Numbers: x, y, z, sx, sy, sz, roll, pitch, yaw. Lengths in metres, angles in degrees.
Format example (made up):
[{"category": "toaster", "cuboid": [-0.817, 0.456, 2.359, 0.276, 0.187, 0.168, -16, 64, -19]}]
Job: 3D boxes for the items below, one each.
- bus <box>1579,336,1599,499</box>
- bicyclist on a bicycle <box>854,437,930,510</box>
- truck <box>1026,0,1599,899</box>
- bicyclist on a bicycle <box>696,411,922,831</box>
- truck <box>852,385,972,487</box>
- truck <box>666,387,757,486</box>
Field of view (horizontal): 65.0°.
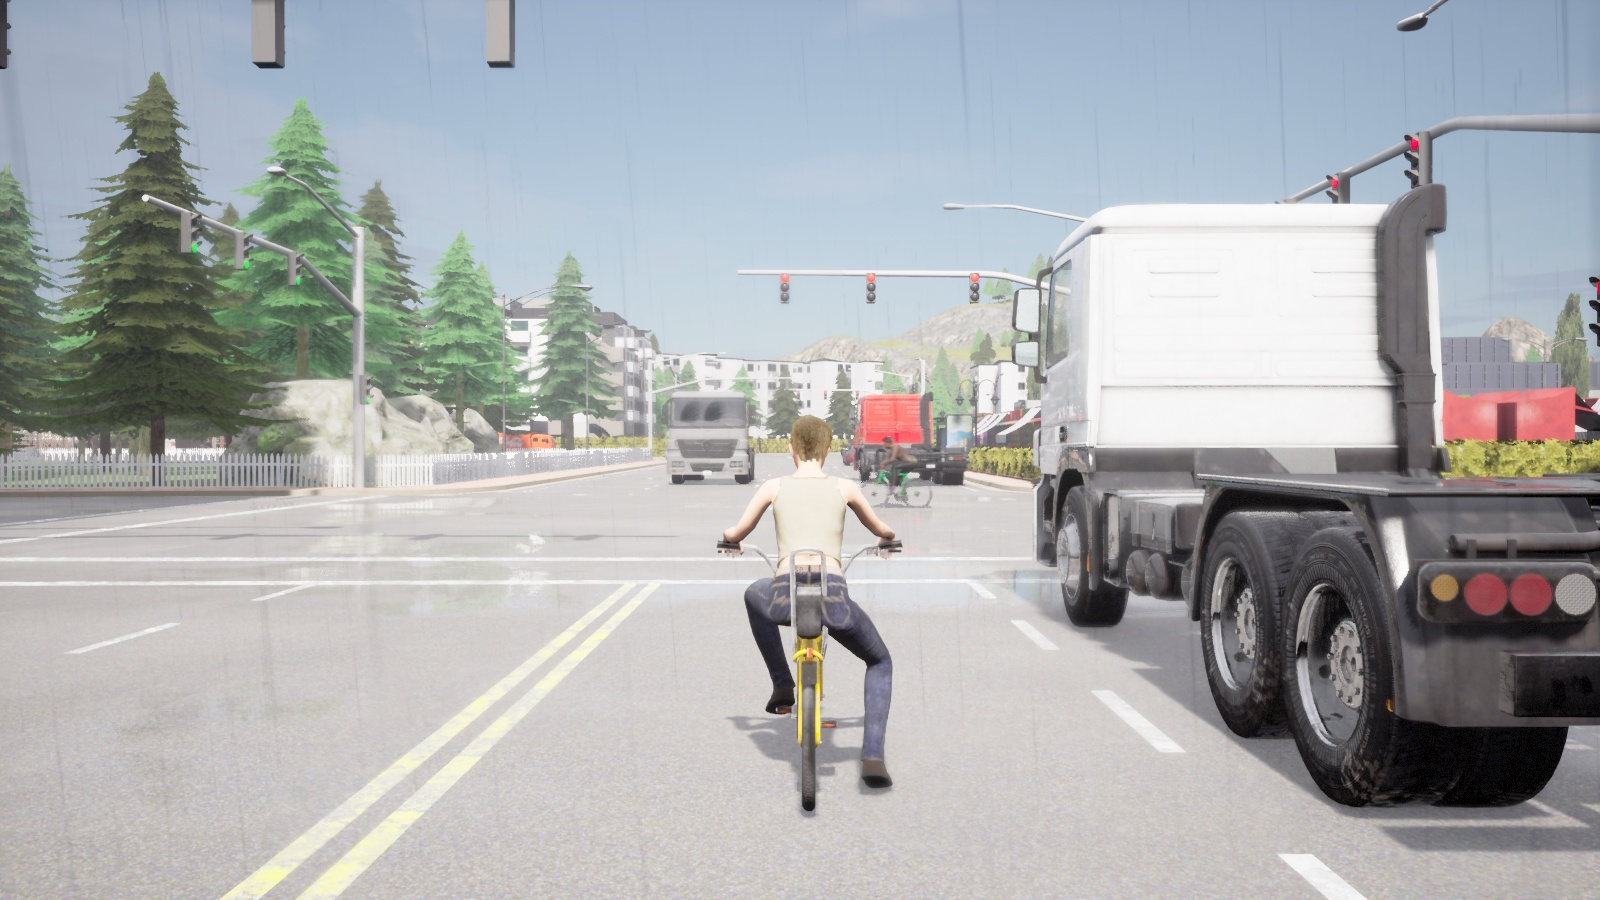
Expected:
[{"category": "bus", "cuboid": [26.057, -0.844, 31.754, 10.273, 4.253, 3.944, 0, 0, 0]}, {"category": "bicyclist on a bicycle", "cuboid": [2.068, 0.529, 28.215, 1.656, 1.620, 0.582, 0, 0, 0]}, {"category": "truck", "cuboid": [3.559, -0.277, 7.884, 2.891, 3.462, 7.936, 0, 0, 0]}, {"category": "bicyclist on a bicycle", "cuboid": [0.042, 0.652, 5.576, 0.866, 1.612, 1.509, 0, 0, 1]}, {"category": "truck", "cuboid": [3.971, -0.495, 46.646, 2.891, 3.462, 7.936, 0, 0, -7]}, {"category": "truck", "cuboid": [-3.223, -0.509, 47.770, 2.891, 3.462, 7.936, 0, 0, 0]}]
